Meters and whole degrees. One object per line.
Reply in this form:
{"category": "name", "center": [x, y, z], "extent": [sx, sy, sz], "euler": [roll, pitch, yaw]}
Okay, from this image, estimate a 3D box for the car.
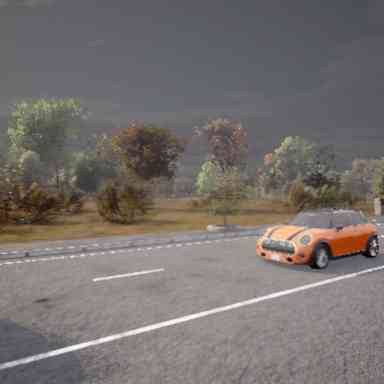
{"category": "car", "center": [4.365, 1.395, 11.377], "extent": [4.553, 1.767, 2.097], "euler": [0, 0, -35]}
